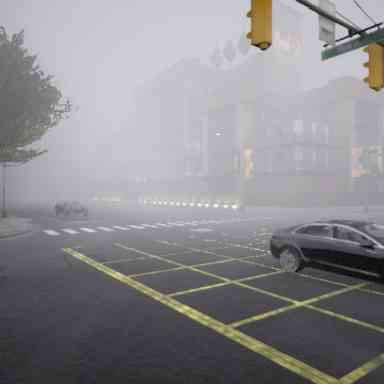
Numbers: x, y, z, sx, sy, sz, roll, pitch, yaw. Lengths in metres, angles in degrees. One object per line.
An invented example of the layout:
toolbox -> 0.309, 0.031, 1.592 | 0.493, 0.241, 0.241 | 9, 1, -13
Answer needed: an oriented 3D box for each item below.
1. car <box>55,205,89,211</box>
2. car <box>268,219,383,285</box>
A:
car -> -10.632, 1.371, 29.160 | 2.033, 1.411, 5.357 | 0, 0, -36
car -> 4.227, 1.493, 8.554 | 2.128, 1.511, 4.902 | 0, 0, -36
